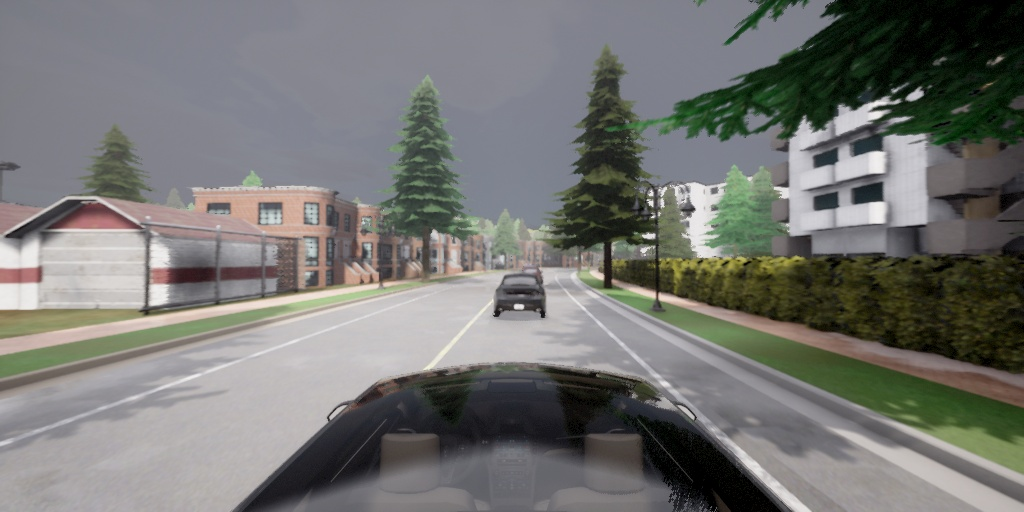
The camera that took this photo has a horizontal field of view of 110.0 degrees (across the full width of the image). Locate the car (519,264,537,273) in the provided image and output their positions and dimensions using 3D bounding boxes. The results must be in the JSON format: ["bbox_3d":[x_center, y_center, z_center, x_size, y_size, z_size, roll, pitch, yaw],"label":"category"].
[{"bbox_3d":[2.712,2.046,59.766,2.033,1.411,5.357,0,-1,12],"label":"car"}]

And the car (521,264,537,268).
[{"bbox_3d":[1.569,1.634,29.513,1.812,1.442,4.674,0,0,7],"label":"car"}]

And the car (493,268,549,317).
[{"bbox_3d":[0.371,1.415,14.027,1.837,1.490,4.892,0,0,3],"label":"car"}]
